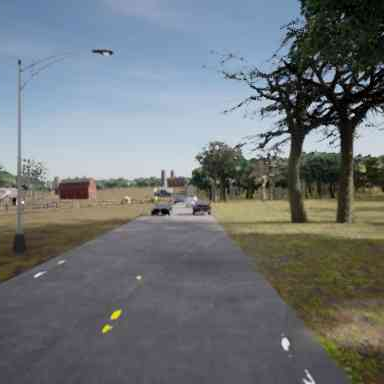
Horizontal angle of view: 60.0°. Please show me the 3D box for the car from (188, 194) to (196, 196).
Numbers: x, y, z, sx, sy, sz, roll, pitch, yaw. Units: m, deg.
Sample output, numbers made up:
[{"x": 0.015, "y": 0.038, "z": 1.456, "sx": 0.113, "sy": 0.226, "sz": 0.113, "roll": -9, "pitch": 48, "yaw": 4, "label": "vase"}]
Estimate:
[{"x": 0.002, "y": 1.502, "z": 70.683, "sx": 2.150, "sy": 2.045, "sz": 5.566, "roll": 0, "pitch": -1, "yaw": 0, "label": "car"}]

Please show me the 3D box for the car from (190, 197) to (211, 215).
[{"x": 0.964, "y": 1.558, "z": 34.408, "sx": 1.837, "sy": 1.490, "sz": 4.892, "roll": 0, "pitch": 0, "yaw": 0, "label": "car"}]

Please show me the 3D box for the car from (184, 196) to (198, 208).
[{"x": 0.002, "y": 1.729, "z": 53.031, "sx": 1.812, "sy": 1.442, "sz": 4.674, "roll": 0, "pitch": -1, "yaw": 0, "label": "car"}]

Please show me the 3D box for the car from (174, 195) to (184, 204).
[{"x": -2.749, "y": 1.638, "z": 73.362, "sx": 2.150, "sy": 2.045, "sz": 5.566, "roll": 0, "pitch": -1, "yaw": 0, "label": "car"}]

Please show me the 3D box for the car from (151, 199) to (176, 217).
[{"x": -2.844, "y": 1.636, "z": 32.014, "sx": 1.895, "sy": 1.301, "sz": 4.718, "roll": 0, "pitch": 0, "yaw": 0, "label": "car"}]
